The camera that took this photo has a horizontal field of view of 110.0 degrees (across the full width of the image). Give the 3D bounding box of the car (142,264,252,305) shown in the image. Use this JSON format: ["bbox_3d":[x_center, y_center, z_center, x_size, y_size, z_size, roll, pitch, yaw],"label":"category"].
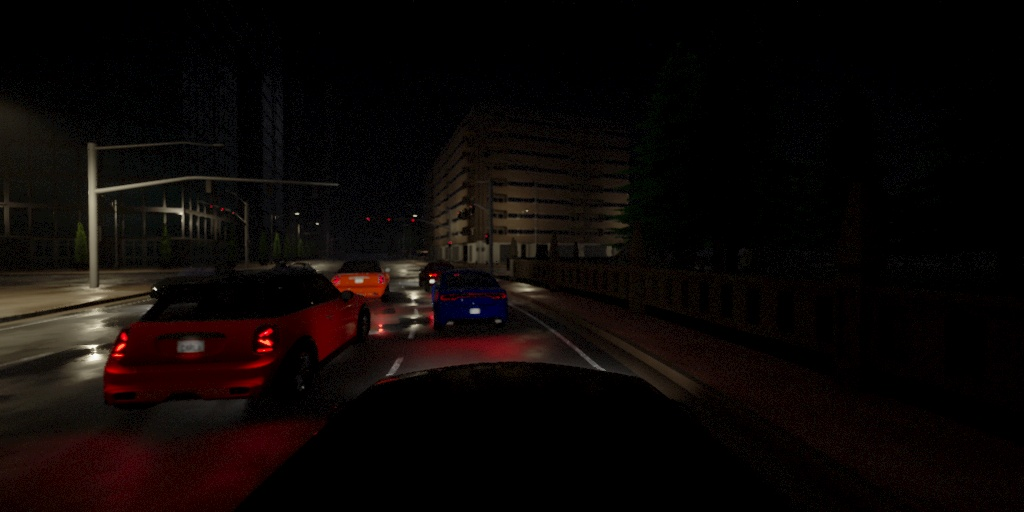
[{"bbox_3d":[-14.110,1.150,16.557,2.033,1.411,5.357,0,1,-20],"label":"car"}]

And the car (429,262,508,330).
[{"bbox_3d":[-1.442,1.124,10.876,1.882,1.535,5.008,0,1,-13],"label":"car"}]

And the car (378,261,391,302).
[{"bbox_3d":[-6.480,0.951,15.722,2.097,1.767,4.553,0,1,-18],"label":"car"}]

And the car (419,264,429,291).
[{"bbox_3d":[-4.016,1.073,19.805,1.812,1.442,4.674,0,1,-20],"label":"car"}]

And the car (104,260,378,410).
[{"bbox_3d":[-4.067,1.056,6.342,2.097,1.767,4.553,0,1,-8],"label":"car"}]

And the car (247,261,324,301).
[{"bbox_3d":[-10.691,1.080,17.383,2.128,1.511,4.902,0,1,-20],"label":"car"}]
